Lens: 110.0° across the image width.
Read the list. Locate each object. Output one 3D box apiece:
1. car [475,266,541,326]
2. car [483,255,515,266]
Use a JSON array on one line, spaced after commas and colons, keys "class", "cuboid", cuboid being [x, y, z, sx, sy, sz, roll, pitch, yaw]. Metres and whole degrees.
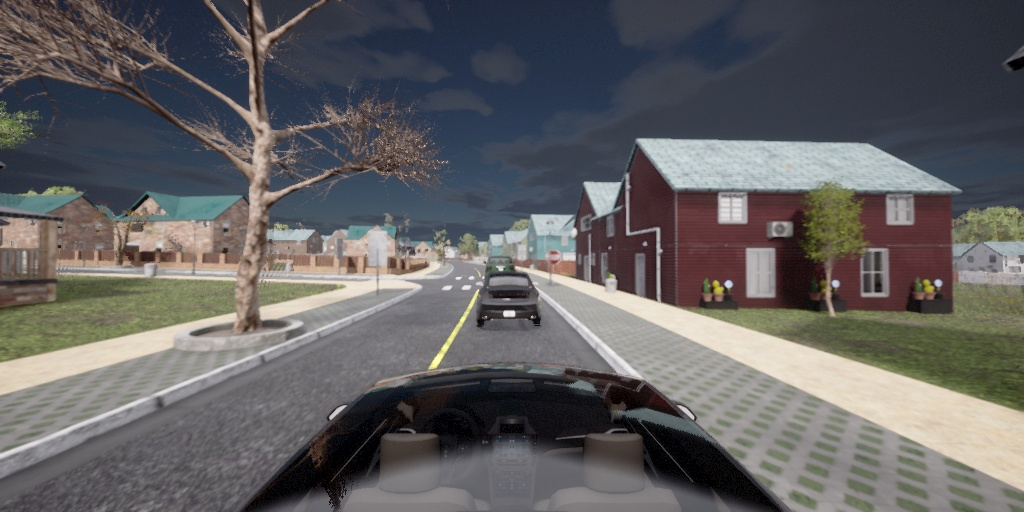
[{"class": "car", "cuboid": [-0.139, 1.246, 11.686, 1.837, 1.490, 4.892, 0, 0, -2]}, {"class": "car", "cuboid": [-0.945, 0.952, 26.866, 2.150, 2.045, 5.566, 0, 0, -4]}]
